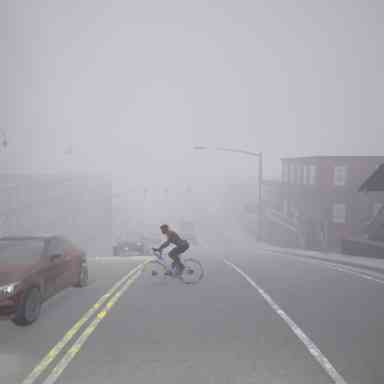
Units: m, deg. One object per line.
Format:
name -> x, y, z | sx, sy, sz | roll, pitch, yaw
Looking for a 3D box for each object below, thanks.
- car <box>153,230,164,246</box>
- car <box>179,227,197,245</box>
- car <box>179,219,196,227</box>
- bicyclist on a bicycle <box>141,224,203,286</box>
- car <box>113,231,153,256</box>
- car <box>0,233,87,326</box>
car -> -4.104, 4.987, 36.114 | 1.837, 1.490, 4.892 | 0, -4, -1
car -> -0.468, 5.038, 37.253 | 1.837, 1.490, 4.892 | 0, -4, -1
car -> -0.658, 4.931, 47.581 | 2.150, 2.045, 5.566 | 0, 1, 0
bicyclist on a bicycle -> -0.546, 1.687, 8.869 | 1.656, 1.620, 0.582 | -3, -4, 0
car -> -3.902, 3.400, 21.977 | 1.812, 1.442, 4.674 | 0, -8, -1
car -> -3.692, 1.673, 7.338 | 1.812, 1.442, 4.674 | 0, -4, -1
